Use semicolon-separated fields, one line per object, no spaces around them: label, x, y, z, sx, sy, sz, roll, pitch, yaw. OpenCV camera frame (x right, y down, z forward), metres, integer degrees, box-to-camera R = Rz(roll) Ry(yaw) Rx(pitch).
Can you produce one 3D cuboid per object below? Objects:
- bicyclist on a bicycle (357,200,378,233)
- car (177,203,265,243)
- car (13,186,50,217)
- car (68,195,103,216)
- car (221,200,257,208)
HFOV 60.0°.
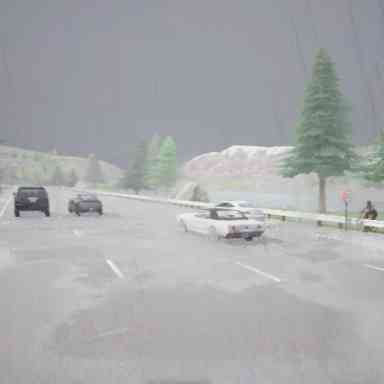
bicyclist on a bicycle;9.165;1.250;17.250;1.656;1.620;0.582;13;-5;-26
car;1.051;1.366;14.917;1.895;1.301;4.718;1;1;-27
car;-11.640;0.603;24.108;2.150;2.045;5.566;1;1;-28
car;-7.981;0.927;24.785;2.128;1.511;4.902;1;1;-28
car;2.468;1.228;20.150;1.812;1.442;4.674;1;1;-28
